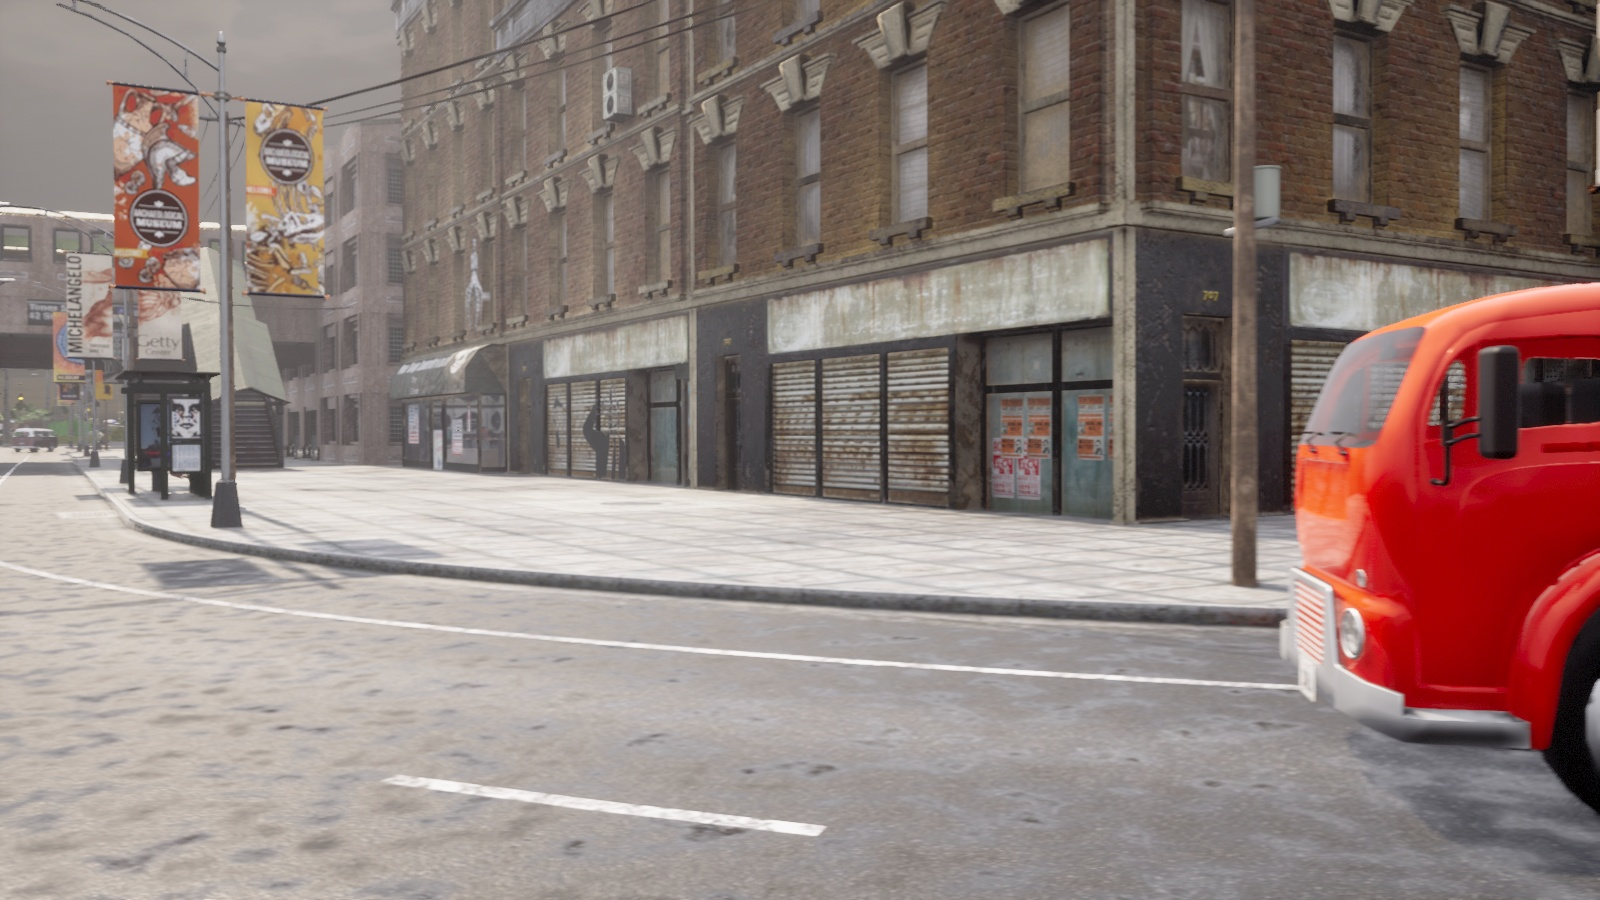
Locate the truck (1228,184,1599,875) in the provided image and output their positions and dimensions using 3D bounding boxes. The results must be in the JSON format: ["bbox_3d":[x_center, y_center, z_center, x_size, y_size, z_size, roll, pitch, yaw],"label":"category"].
[{"bbox_3d":[4.797,0.277,5.463,5.204,2.467,2.627,0,1,10],"label":"truck"}]
